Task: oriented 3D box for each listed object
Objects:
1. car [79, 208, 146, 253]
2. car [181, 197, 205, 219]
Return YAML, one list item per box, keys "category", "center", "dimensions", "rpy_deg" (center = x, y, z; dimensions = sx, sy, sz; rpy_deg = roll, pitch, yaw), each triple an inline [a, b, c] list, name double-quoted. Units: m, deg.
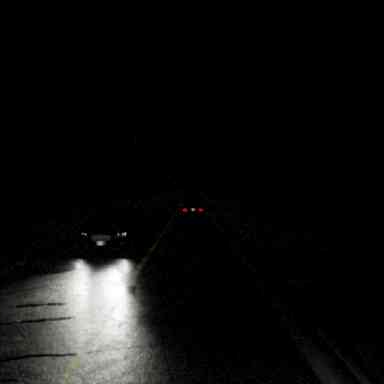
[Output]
- category: "car"
  center: [-3.016, 1.412, 13.397]
  dimensions: [2.128, 1.511, 4.902]
  rpy_deg: [0, 0, 0]
- category: "car"
  center: [0.065, 1.376, 27.531]
  dimensions: [2.033, 1.411, 5.357]
  rpy_deg: [0, 0, 0]
